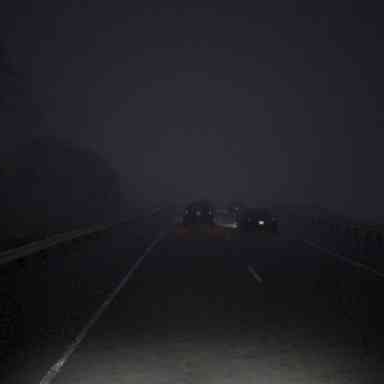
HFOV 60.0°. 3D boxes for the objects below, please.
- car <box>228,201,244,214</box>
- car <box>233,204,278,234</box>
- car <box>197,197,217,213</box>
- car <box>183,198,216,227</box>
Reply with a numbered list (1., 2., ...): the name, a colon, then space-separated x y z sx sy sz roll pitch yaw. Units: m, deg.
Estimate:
1. car: 5.048 1.733 37.683 1.994 1.385 4.181 0 0 6
2. car: 3.840 1.655 20.082 1.994 1.385 4.181 0 0 2
3. car: 1.918 1.537 41.285 2.097 1.767 4.553 0 0 6
4. car: 0.519 1.458 23.990 2.097 1.767 4.553 0 0 3
